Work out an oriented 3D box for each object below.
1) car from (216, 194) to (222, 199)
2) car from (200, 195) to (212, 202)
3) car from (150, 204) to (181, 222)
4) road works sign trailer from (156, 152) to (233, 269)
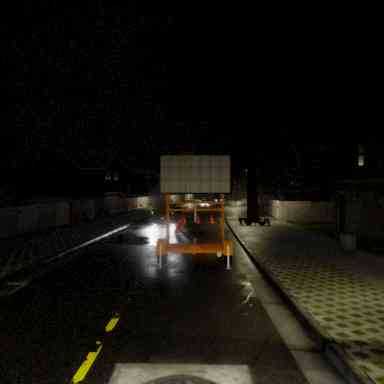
[{"bbox_3d":[7.593,1.229,90.071,1.837,1.490,4.892,0,0,13],"label":"car"},{"bbox_3d":[2.900,1.427,67.188,2.128,1.511,4.902,0,0,10],"label":"car"},{"bbox_3d":[-2.017,1.600,26.342,1.895,1.301,4.718,0,0,4],"label":"car"},{"bbox_3d":[0.114,0.464,11.127,2.380,3.560,2.880,0,0,2],"label":"road works sign trailer"}]
